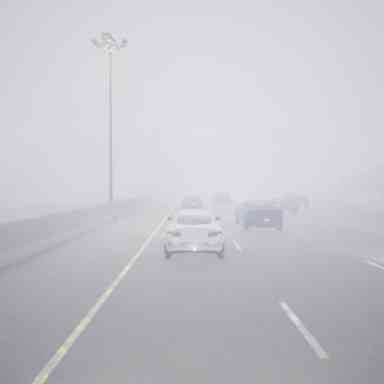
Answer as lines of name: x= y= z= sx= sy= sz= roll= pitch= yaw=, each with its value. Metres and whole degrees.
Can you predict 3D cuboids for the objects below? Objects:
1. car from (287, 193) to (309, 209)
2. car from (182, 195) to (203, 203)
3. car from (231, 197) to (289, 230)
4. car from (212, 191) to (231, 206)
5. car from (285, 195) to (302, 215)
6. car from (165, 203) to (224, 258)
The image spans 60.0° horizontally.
car: x=10.498 y=0.891 z=34.148 sx=1.837 sy=1.490 sz=4.892 roll=0 pitch=1 yaw=0
car: x=0.004 y=1.002 z=31.313 sx=1.994 sy=1.385 sz=4.181 roll=0 pitch=1 yaw=0
car: x=3.544 y=1.148 z=18.283 sx=1.882 sy=1.535 sz=5.008 roll=0 pitch=1 yaw=0
car: x=3.480 y=0.647 z=39.285 sx=2.097 sy=1.767 sz=4.553 roll=0 pitch=1 yaw=0
car: x=7.018 y=1.115 z=26.986 sx=1.895 sy=1.301 sz=4.718 roll=0 pitch=1 yaw=0
car: x=0.064 y=1.314 z=11.694 sx=1.812 sy=1.442 sz=4.674 roll=0 pitch=1 yaw=0
